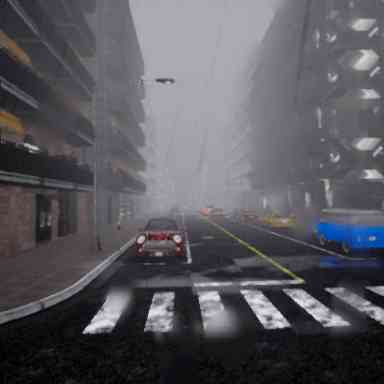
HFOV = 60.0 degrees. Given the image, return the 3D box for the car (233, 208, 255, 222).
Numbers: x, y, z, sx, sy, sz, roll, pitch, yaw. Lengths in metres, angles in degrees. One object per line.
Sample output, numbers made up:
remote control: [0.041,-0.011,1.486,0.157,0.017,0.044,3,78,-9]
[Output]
car: [6.275,2.549,37.590,1.887,1.381,4.507,-1,-2,-2]

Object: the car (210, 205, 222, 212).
car: [5.112,3.613,71.527,2.008,1.369,4.403,-1,-2,-2]

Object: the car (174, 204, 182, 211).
car: [-4.044,4.238,93.886,2.192,1.841,5.009,-1,-2,-2]

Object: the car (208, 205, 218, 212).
car: [4.917,3.784,77.184,1.887,1.381,4.507,-1,-2,-2]

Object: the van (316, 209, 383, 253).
van: [7.049,1.662,14.974,1.690,1.788,3.998,-1,-2,-2]

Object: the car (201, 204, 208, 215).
car: [3.006,2.927,54.353,2.097,1.767,4.553,-1,-2,-2]

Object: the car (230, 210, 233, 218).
car: [6.081,2.725,43.245,1.887,1.381,4.507,-1,-2,-2]

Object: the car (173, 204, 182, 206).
car: [-3.268,3.518,71.264,2.192,1.841,5.009,-1,-2,-2]

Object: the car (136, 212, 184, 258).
car: [-1.325,1.902,14.698,1.967,1.590,4.097,-1,-2,-2]

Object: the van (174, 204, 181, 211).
van: [-3.849,4.079,88.231,1.690,1.788,3.998,-1,-2,-2]

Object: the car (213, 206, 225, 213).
car: [5.306,3.437,65.871,2.008,1.369,4.403,-1,-2,-2]

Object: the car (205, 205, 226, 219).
car: [3.386,2.825,44.849,2.033,1.411,5.357,-1,-2,-2]

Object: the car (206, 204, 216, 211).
car: [4.722,3.857,82.841,1.967,1.590,4.097,-1,-2,-2]

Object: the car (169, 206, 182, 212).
car: [-2.487,3.079,48.629,1.802,1.307,4.206,-1,-2,-2]

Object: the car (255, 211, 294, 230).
car: [6.657,2.189,26.450,1.752,1.417,4.829,-1,-2,-2]
